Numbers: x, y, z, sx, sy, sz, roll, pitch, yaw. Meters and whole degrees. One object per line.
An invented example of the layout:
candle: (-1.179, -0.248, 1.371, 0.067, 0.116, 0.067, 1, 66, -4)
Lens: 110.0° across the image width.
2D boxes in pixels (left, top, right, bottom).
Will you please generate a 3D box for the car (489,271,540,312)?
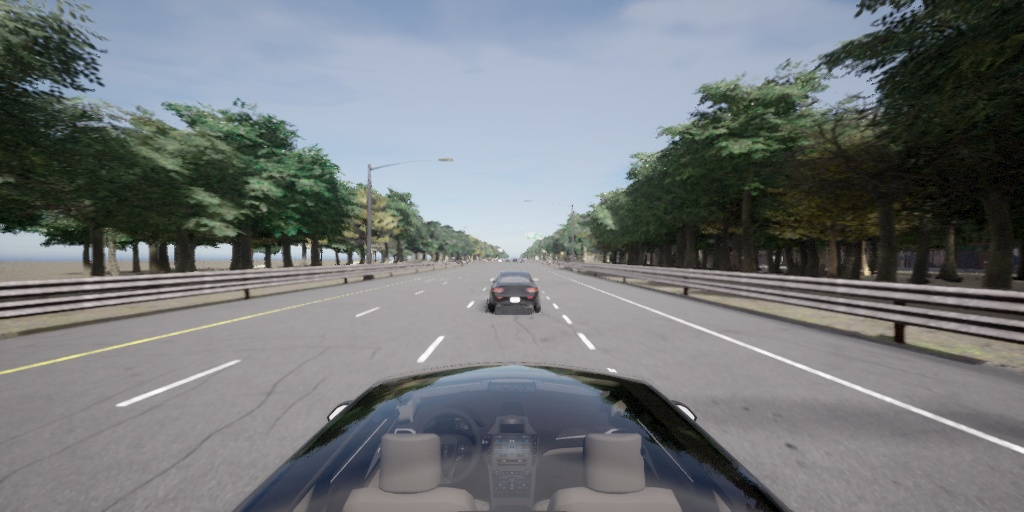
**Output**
car: (0.089, 1.306, 14.309, 1.812, 1.442, 4.674, 0, 0, 0)
